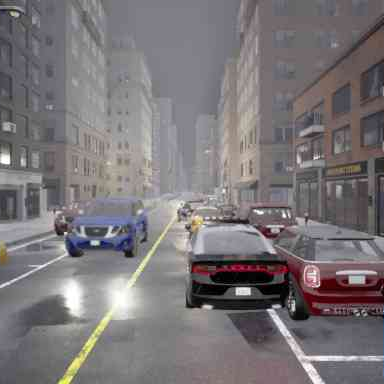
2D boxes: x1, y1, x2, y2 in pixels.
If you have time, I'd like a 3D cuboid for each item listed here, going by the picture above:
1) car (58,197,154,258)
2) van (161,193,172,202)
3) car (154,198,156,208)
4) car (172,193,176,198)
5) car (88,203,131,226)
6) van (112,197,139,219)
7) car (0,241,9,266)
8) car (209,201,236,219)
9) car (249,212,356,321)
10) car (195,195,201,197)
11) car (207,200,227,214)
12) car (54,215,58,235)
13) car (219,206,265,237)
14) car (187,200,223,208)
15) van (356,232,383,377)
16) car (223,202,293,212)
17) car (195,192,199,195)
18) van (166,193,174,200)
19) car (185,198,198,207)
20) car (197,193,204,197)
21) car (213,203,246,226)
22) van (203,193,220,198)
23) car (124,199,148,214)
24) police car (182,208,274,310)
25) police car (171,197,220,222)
[{"bbox_3d":[-3.017,1.220,13.103,2.150,2.045,5.566,0,0,0],"label":"car"},{"bbox_3d":[-5.954,1.293,74.157,1.690,1.788,3.998,0,0,0],"label":"van"},{"bbox_3d":[-5.912,1.515,41.125,1.752,1.417,4.829,0,0,0],"label":"car"},{"bbox_3d":[-5.969,1.250,85.330,2.192,1.841,5.009,0,0,0],"label":"car"},{"bbox_3d":[-5.890,1.549,24.288,2.008,1.369,4.403,0,0,0],"label":"car"},{"bbox_3d":[-5.898,1.339,29.956,1.690,1.788,3.998,0,0,0],"label":"van"},{"bbox_3d":[-5.867,1.525,7.114,1.752,1.417,4.829,0,0,0],"label":"car"},{"bbox_3d":[2.628,1.549,29.981,2.008,1.369,4.403,0,0,0],"label":"car"},{"bbox_3d":[2.658,1.440,7.305,1.967,1.590,4.097,0,0,0],"label":"car"},{"bbox_3d":[-0.049,1.515,42.138,1.812,1.442,4.674,0,0,0],"label":"car"},{"bbox_3d":[2.621,1.577,35.651,1.802,1.307,4.206,0,0,0],"label":"car"},{"bbox_3d":[-5.883,1.314,18.620,2.192,1.841,5.009,0,0,0],"label":"car"},{"bbox_3d":[2.643,1.565,18.644,1.947,1.339,4.313,0,0,0],"label":"car"},{"bbox_3d":[0.763,1.455,18.133,1.801,1.575,5.366,0,0,0],"label":"car"},{"bbox_3d":[2.665,1.341,1.635,1.690,1.788,3.998,0,0,0],"label":"van"},{"bbox_3d":[2.650,1.314,12.974,2.192,1.841,5.009,0,0,0],"label":"car"},{"bbox_3d":[2.557,1.250,85.356,2.192,1.841,5.009,0,0,0],"label":"car"},{"bbox_3d":[-5.976,1.265,90.915,1.690,1.788,3.998,0,0,0],"label":"van"},{"bbox_3d":[-0.067,1.579,51.555,1.895,1.301,4.718,0,0,0],"label":"car"},{"bbox_3d":[2.571,1.392,74.186,1.967,1.590,4.097,0,0,0],"label":"car"},{"bbox_3d":[2.635,1.564,24.312,1.947,1.339,4.313,0,0,0],"label":"car"},{"bbox_3d":[2.614,1.331,41.321,1.690,1.788,3.998,0,0,0],"label":"van"},{"bbox_3d":[-5.904,1.521,35.455,1.752,1.417,4.829,0,0,0],"label":"car"},{"bbox_3d":[0.786,1.425,8.038,1.930,1.638,5.238,0,0,-1],"label":"police car"},{"bbox_3d":[0.242,1.424,23.959,1.930,1.638,5.238,0,0,-17],"label":"police car"}]
